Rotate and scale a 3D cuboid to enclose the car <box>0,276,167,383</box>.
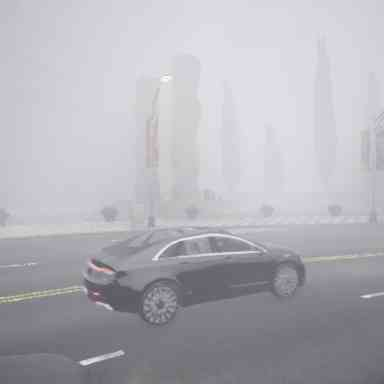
[{"bbox_3d":[-2.700,1.547,0.963,5.357,1.411,2.033,0,0,-38],"label":"car"}]

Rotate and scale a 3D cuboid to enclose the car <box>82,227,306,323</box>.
[{"bbox_3d":[0.247,1.490,6.984,4.902,1.511,2.128,0,0,-30],"label":"car"}]
